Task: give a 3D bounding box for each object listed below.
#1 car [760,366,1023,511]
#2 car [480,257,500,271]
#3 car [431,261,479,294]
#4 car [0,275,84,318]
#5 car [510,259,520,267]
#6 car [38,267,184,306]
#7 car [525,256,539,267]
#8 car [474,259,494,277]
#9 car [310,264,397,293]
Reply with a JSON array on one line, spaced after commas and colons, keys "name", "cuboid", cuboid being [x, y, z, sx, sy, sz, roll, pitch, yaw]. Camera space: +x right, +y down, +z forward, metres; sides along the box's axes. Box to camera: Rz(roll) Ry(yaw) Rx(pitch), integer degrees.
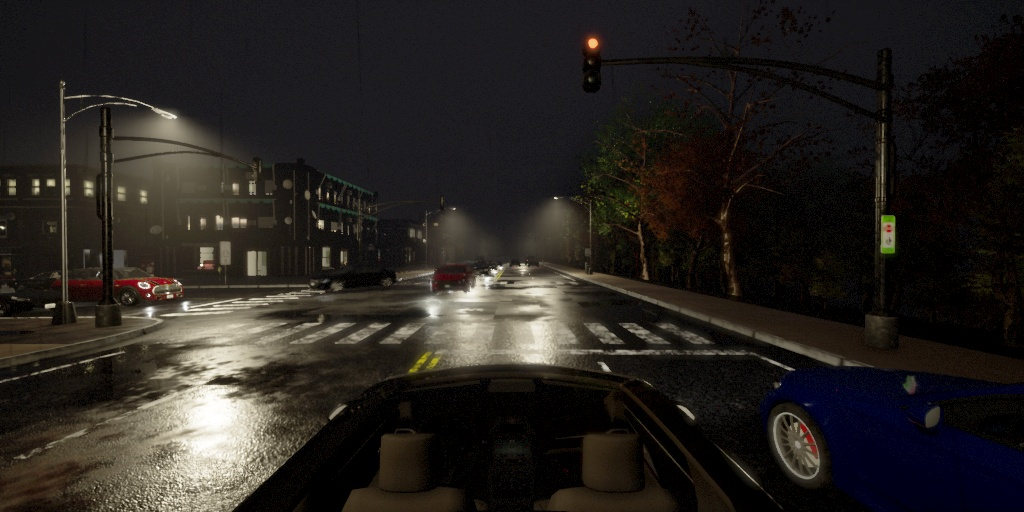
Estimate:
[{"name": "car", "cuboid": [3.355, 1.276, 1.587, 1.812, 1.442, 4.674, 0, 0, 1]}, {"name": "car", "cuboid": [-2.982, 1.240, 48.688, 1.837, 1.490, 4.892, 0, 0, 1]}, {"name": "car", "cuboid": [-3.208, 1.223, 20.368, 1.882, 1.535, 5.008, 0, 0, 0]}, {"name": "car", "cuboid": [-19.858, 1.565, 13.767, 4.313, 1.339, 1.948, 0, 0, 1]}, {"name": "car", "cuboid": [0.585, 1.231, 64.812, 1.837, 1.490, 4.892, 0, 0, 0]}, {"name": "car", "cuboid": [-17.994, 1.302, 16.484, 4.553, 1.767, 2.097, -1, 1, 0]}, {"name": "car", "cuboid": [3.835, 1.204, 64.653, 1.882, 1.535, 5.008, 0, 0, 1]}, {"name": "car", "cuboid": [-3.090, 1.265, 35.235, 1.812, 1.442, 4.674, 0, 0, 0]}, {"name": "car", "cuboid": [-9.316, 1.242, 21.471, 1.882, 1.535, 5.008, 1, 1, 37]}]
